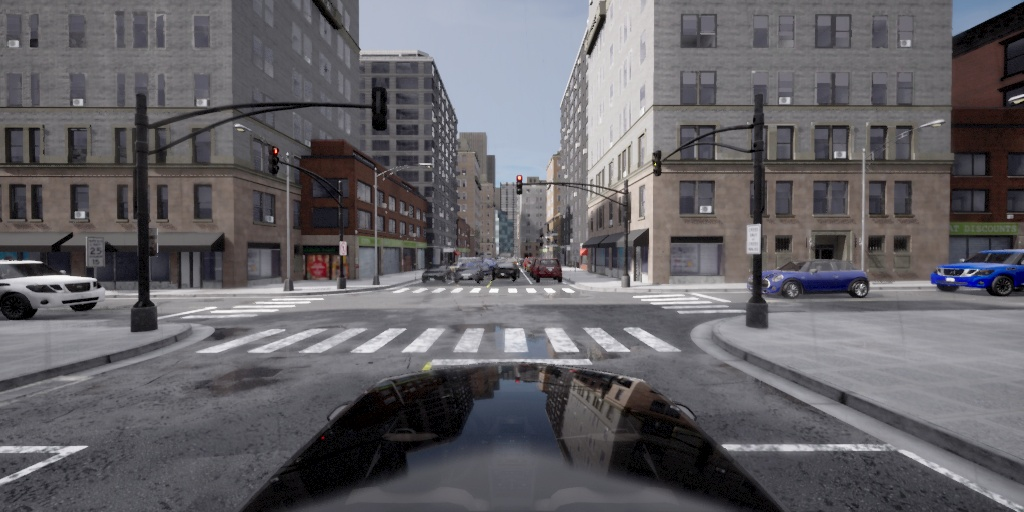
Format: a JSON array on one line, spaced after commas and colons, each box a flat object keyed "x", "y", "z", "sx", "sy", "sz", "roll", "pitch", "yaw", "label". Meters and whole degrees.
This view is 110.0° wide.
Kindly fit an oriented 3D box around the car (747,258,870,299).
[{"x": 13.404, "y": 0.938, "z": 16.435, "sx": 4.553, "sy": 1.767, "sz": 2.097, "roll": -1, "pitch": 1, "yaw": -1, "label": "car"}]

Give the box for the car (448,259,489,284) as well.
[{"x": -3.201, "y": 1.245, "z": 27.292, "sx": 2.128, "sy": 1.511, "sz": 4.902, "roll": 0, "pitch": 0, "yaw": 0, "label": "car"}]

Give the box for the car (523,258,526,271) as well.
[{"x": 2.678, "y": 1.279, "z": 45.085, "sx": 1.751, "sy": 1.417, "sz": 4.829, "roll": 0, "pitch": 0, "yaw": 0, "label": "car"}]

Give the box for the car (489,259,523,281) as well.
[{"x": -0.457, "y": 1.231, "z": 29.867, "sx": 1.882, "sy": 1.535, "sz": 5.008, "roll": 0, "pitch": 0, "yaw": 5, "label": "car"}]

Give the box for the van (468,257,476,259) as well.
[{"x": -5.851, "y": 1.094, "z": 44.878, "sx": 1.690, "sy": 1.789, "sz": 3.998, "roll": 0, "pitch": 0, "yaw": 0, "label": "van"}]

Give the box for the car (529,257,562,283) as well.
[{"x": 2.749, "y": 1.068, "z": 28.158, "sx": 2.192, "sy": 1.841, "sz": 5.009, "roll": 0, "pitch": 0, "yaw": 0, "label": "car"}]

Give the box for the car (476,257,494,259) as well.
[{"x": -3.273, "y": 1.231, "z": 47.045, "sx": 1.882, "sy": 1.535, "sz": 5.008, "roll": 0, "pitch": 0, "yaw": 0, "label": "car"}]

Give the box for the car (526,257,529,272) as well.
[{"x": 2.725, "y": 1.069, "z": 33.744, "sx": 2.192, "sy": 1.841, "sz": 5.009, "roll": 0, "pitch": 0, "yaw": 0, "label": "car"}]

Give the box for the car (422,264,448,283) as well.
[{"x": -5.777, "y": 1.319, "z": 28.121, "sx": 1.948, "sy": 1.339, "sz": 4.313, "roll": 0, "pitch": 0, "yaw": 0, "label": "car"}]

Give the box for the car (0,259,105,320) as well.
[{"x": -18.449, "y": 1.145, "z": 12.986, "sx": 5.566, "sy": 2.045, "sz": 2.150, "roll": -1, "pitch": 1, "yaw": -2, "label": "car"}]

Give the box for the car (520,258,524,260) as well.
[{"x": 2.655, "y": 1.067, "z": 50.501, "sx": 2.192, "sy": 1.841, "sz": 5.009, "roll": 0, "pitch": 0, "yaw": 0, "label": "car"}]

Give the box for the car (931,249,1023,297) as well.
[{"x": 22.980, "y": 0.708, "z": 16.541, "sx": 5.566, "sy": 2.045, "sz": 2.150, "roll": -1, "pitch": 1, "yaw": 0, "label": "car"}]

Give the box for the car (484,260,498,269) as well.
[{"x": -3.292, "y": 1.298, "z": 57.426, "sx": 2.033, "sy": 1.411, "sz": 5.357, "roll": 0, "pitch": 0, "yaw": 0, "label": "car"}]
